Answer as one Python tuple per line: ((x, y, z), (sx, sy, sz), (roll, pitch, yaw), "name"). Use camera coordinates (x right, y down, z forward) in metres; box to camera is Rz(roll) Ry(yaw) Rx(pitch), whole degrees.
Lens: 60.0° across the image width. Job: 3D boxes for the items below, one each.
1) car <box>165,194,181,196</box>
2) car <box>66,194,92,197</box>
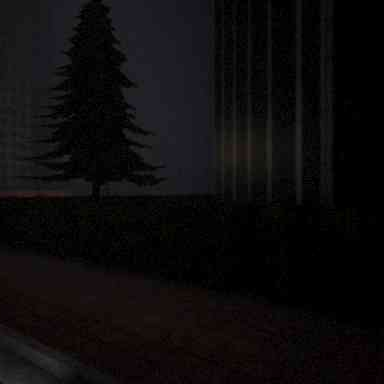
((-3.002, 1.034, 47.802), (2.097, 1.767, 4.553), (0, 0, 35), "car")
((-13.760, 1.286, 38.861), (2.150, 2.045, 5.566), (0, 0, 36), "car")
